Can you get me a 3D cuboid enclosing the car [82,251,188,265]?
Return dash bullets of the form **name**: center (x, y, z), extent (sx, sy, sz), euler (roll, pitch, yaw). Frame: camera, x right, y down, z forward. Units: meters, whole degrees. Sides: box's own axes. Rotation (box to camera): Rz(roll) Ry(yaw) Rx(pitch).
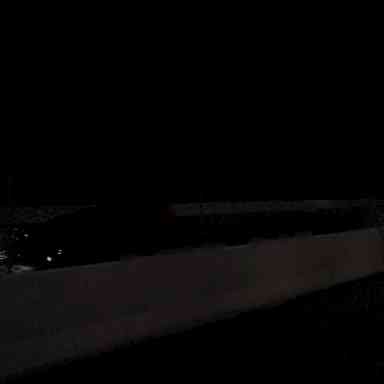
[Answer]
- **car**: center (-1.994, 1.549, 11.168), extent (5.357, 1.411, 2.033), euler (0, 0, -35)
